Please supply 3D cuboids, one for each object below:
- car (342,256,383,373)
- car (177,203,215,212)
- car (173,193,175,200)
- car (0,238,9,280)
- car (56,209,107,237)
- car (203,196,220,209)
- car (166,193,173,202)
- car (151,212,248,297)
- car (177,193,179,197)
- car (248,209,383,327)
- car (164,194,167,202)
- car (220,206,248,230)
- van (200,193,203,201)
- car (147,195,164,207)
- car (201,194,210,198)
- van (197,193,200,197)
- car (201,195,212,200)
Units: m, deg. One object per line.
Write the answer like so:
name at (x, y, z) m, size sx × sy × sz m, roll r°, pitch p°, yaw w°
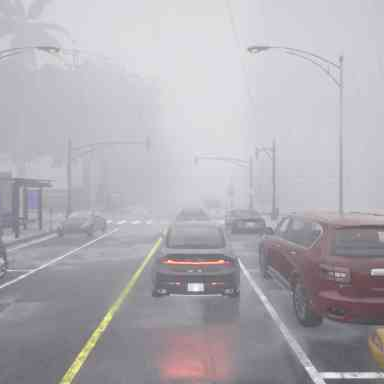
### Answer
car at (2.761, 1.525, 1.697) m, size 1.752 × 1.417 × 4.829 m, roll 0°, pitch 0°, yaw 0°
car at (0.017, 1.557, 18.561) m, size 1.994 × 1.385 × 4.181 m, roll 0°, pitch 0°, yaw 0°
car at (-5.700, 1.252, 76.788) m, size 2.192 × 1.841 × 5.009 m, roll 0°, pitch 0°, yaw 0°
car at (-5.760, 1.438, 6.975) m, size 1.967 × 1.590 × 4.097 m, roll 0°, pitch 0°, yaw 0°
car at (-5.750, 1.575, 17.828) m, size 1.802 × 1.307 × 4.206 m, roll 0°, pitch 0°, yaw 0°
car at (2.798, 1.541, 44.239) m, size 1.947 × 1.339 × 4.313 m, roll 0°, pitch 0°, yaw 0°
car at (-5.704, 1.386, 71.368) m, size 1.967 × 1.590 × 4.097 m, roll 0°, pitch 0°, yaw 0°
car at (0.083, 1.502, 8.533) m, size 1.837 × 1.490 × 4.892 m, roll 0°, pitch 0°, yaw 0°
car at (-5.686, 1.225, 93.049) m, size 2.192 × 1.841 × 5.009 m, roll 0°, pitch 0°, yaw 0°
car at (2.765, 1.313, 6.952) m, size 2.192 × 1.841 × 5.009 m, roll 0°, pitch 0°, yaw 0°
car at (-5.719, 1.405, 55.107) m, size 1.967 × 1.590 × 4.097 m, roll 0°, pitch 0°, yaw 0°
car at (2.775, 1.559, 17.803) m, size 1.947 × 1.339 × 4.313 m, roll 0°, pitch 0°, yaw 0°
van at (2.811, 1.300, 60.500) m, size 1.690 × 1.788 × 3.998 m, roll 0°, pitch 0°, yaw 0°
car at (-5.723, 1.521, 49.687) m, size 2.008 × 1.369 × 4.403 m, roll 0°, pitch 0°, yaw 0°
car at (2.807, 1.490, 55.250) m, size 1.752 × 1.417 × 4.829 m, roll 0°, pitch 0°, yaw 0°
van at (2.830, 1.270, 82.182) m, size 1.690 × 1.788 × 3.998 m, roll 0°, pitch 0°, yaw 0°
car at (2.803, 1.536, 49.660) m, size 1.947 × 1.339 × 4.313 m, roll 0°, pitch 0°, yaw 0°
